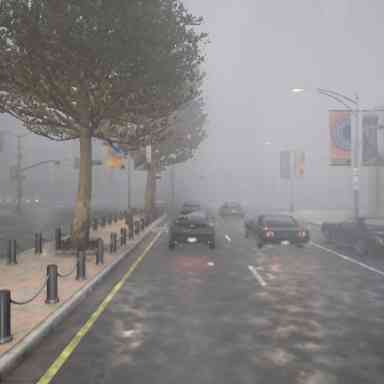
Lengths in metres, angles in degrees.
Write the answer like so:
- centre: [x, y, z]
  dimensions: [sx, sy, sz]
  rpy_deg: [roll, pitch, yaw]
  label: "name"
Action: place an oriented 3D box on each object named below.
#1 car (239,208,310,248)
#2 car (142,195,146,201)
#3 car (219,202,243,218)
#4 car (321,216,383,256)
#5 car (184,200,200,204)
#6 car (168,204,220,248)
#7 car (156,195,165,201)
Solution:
- centre: [3.500, 1.613, 14.680]
  dimensions: [1.895, 1.301, 4.718]
  rpy_deg: [0, 0, 0]
  label: "car"
- centre: [-11.500, 1.485, 85.538]
  dimensions: [1.994, 1.385, 4.181]
  rpy_deg: [0, 0, 0]
  label: "car"
- centre: [3.500, 1.570, 29.650]
  dimensions: [1.994, 1.385, 4.181]
  rpy_deg: [0, 0, 0]
  label: "car"
- centre: [6.749, 1.591, 12.948]
  dimensions: [1.895, 1.301, 4.718]
  rpy_deg: [0, 0, 0]
  label: "car"
- centre: [0.000, 1.492, 29.650]
  dimensions: [2.128, 1.511, 4.902]
  rpy_deg: [0, 0, 0]
  label: "car"
- centre: [0.000, 1.513, 14.650]
  dimensions: [1.837, 1.490, 4.892]
  rpy_deg: [0, 0, 0]
  label: "car"
- centre: [-8.000, 1.457, 85.544]
  dimensions: [2.128, 1.511, 4.902]
  rpy_deg: [0, 0, 0]
  label: "car"
